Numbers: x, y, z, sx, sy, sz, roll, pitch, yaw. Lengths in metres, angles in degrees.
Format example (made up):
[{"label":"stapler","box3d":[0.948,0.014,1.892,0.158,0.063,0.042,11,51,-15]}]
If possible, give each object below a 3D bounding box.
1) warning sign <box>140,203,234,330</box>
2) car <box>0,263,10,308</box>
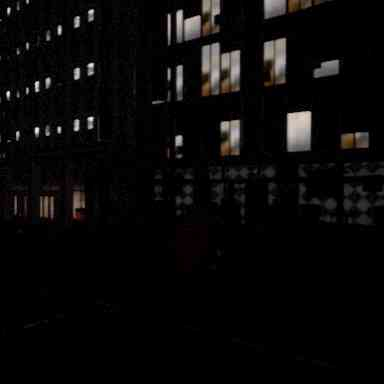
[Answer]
[{"label":"warning sign","box3d":[-0.049,1.148,5.841,1.060,1.860,1.300,0,-1,35]},{"label":"car","box3d":[-5.334,1.650,6.643,4.313,1.339,1.947,-1,1,35]}]
